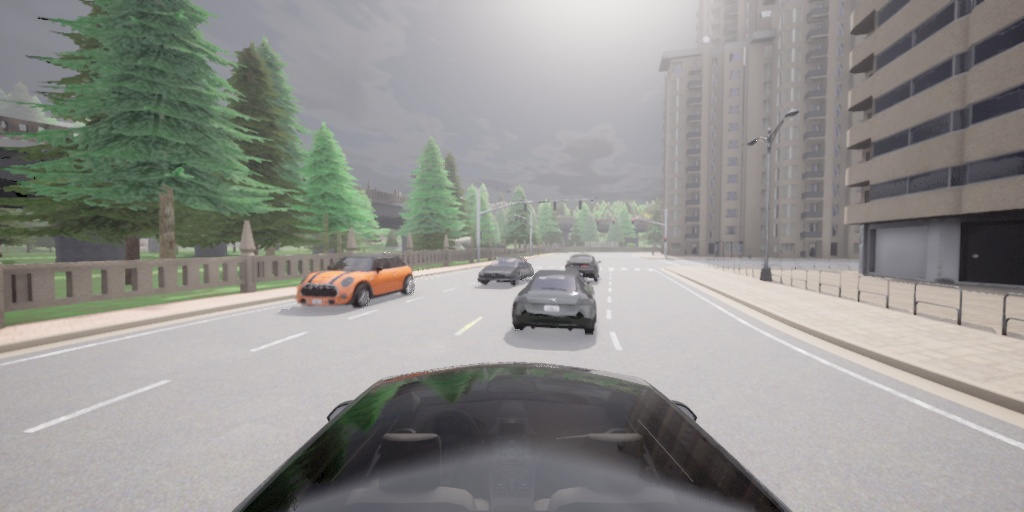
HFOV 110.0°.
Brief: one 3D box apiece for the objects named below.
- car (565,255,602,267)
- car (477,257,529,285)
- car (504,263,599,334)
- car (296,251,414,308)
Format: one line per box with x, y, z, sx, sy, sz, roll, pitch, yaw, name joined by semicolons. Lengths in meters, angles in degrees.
4.241;0.656;21.530;1.837;1.490;4.892;1;2;15;car
-0.168;0.745;19.567;2.033;1.411;5.357;1;2;16;car
1.274;1.066;9.863;1.994;1.385;4.181;1;2;12;car
-5.455;0.731;13.080;2.097;1.767;4.553;1;2;13;car
